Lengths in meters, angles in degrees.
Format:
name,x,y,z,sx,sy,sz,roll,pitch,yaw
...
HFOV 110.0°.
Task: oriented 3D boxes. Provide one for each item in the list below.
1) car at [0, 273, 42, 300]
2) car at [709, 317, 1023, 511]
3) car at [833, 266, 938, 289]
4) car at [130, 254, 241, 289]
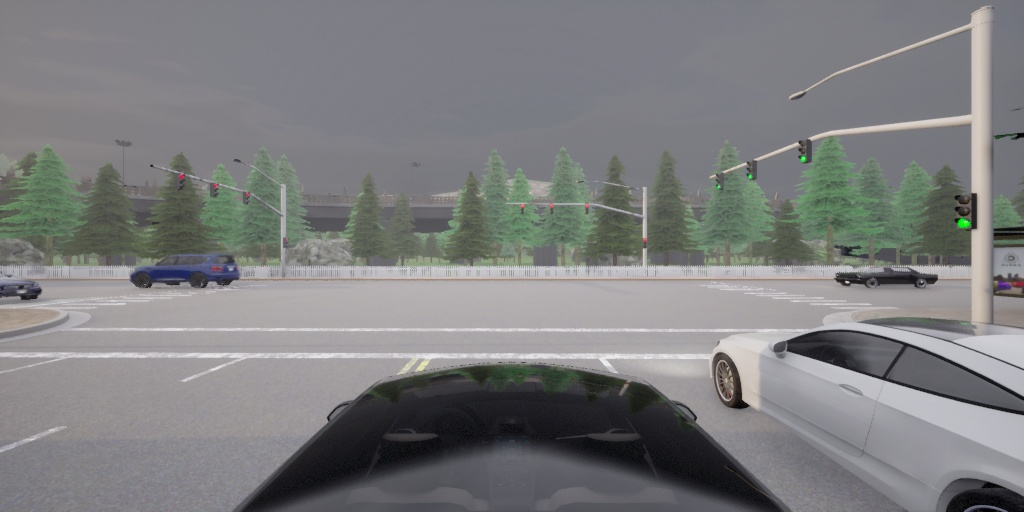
name,x,y,z,sx,sy,sz,roll,pitch,yaw
car,-22.700,1.220,14.910,4.674,1.442,1.812,0,0,0
car,3.657,1.276,3.180,1.812,1.442,4.674,0,0,2
car,22.866,1.295,22.082,4.718,1.301,1.895,0,0,0
car,-20.004,0.916,22.136,5.566,2.045,2.150,0,0,0
